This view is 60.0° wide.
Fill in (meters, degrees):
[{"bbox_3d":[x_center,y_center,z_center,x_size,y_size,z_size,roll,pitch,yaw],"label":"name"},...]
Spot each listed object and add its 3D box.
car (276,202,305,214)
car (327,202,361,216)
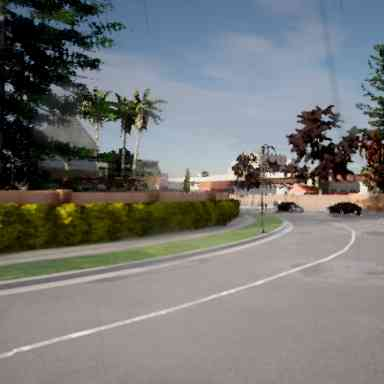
[{"bbox_3d":[12.415,1.953,42.302,1.812,1.442,4.674,0,-1,-13],"label":"car"},{"bbox_3d":[16.906,1.881,37.226,1.837,1.490,4.892,1,-1,-5],"label":"car"}]
